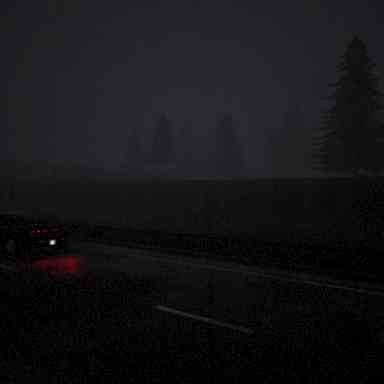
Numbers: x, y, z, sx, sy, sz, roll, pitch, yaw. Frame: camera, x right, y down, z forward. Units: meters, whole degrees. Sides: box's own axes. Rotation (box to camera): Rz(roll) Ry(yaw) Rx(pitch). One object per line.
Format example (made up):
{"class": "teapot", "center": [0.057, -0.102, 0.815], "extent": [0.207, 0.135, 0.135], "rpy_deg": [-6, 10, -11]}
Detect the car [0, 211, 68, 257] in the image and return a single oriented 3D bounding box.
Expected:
{"class": "car", "center": [-6.869, 1.507, 13.129], "extent": [4.892, 1.490, 1.837], "rpy_deg": [0, 0, 36]}
